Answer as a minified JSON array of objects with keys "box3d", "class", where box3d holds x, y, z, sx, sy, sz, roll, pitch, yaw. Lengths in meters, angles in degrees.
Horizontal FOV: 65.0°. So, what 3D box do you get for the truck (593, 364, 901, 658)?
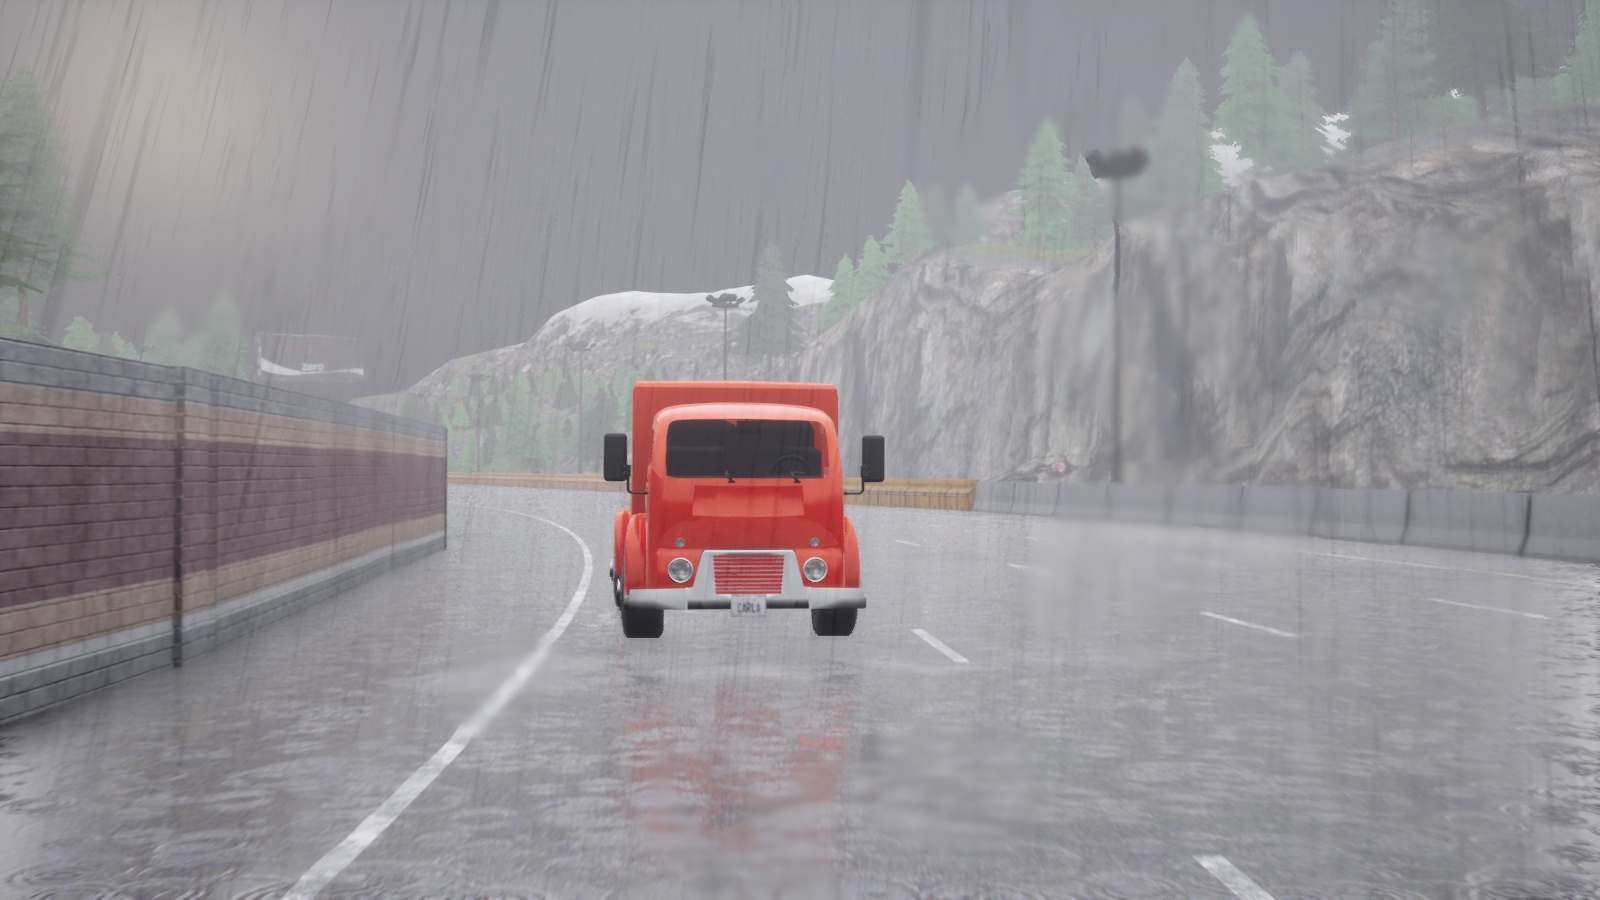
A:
[{"box3d":[-0.726,0.554,13.303,2.627,2.467,5.204,0,-1,-6],"class":"truck"}]
